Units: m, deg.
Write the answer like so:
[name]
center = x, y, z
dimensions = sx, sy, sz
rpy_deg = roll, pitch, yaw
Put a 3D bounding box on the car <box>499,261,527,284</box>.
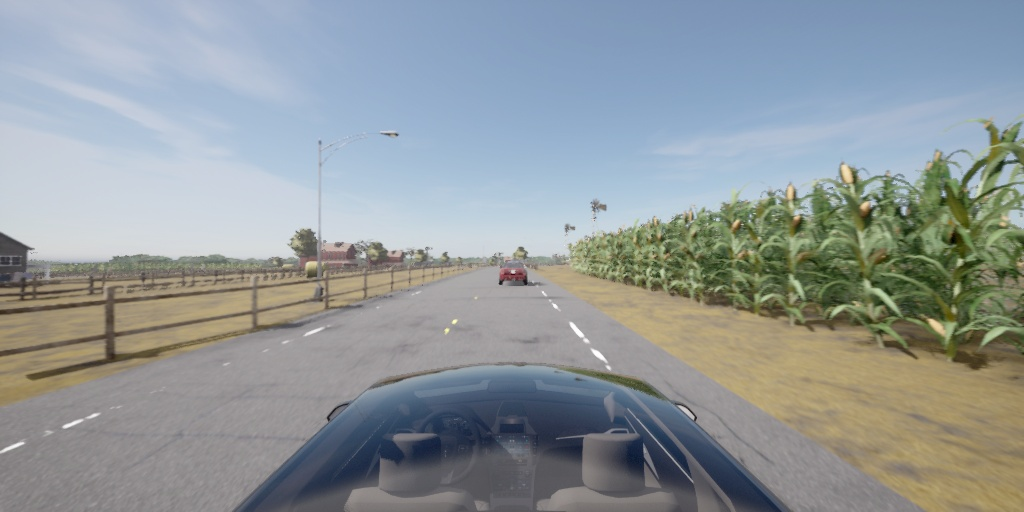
[car]
center = 0.088, 1.209, 28.122
dimensions = 2.097, 1.767, 4.553
rpy_deg = 0, 0, 0
